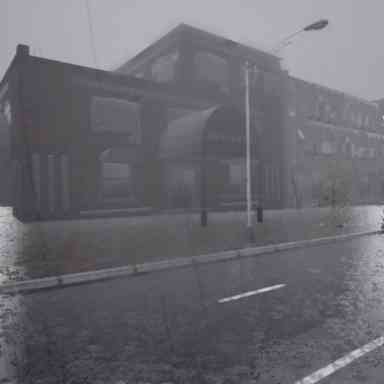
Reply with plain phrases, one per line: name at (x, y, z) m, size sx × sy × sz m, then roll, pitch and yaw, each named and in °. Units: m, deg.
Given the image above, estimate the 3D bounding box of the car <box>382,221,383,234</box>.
car at (11.360, 1.478, 16.694) m, size 4.902 × 1.511 × 2.128 m, roll 0°, pitch 0°, yaw -37°
